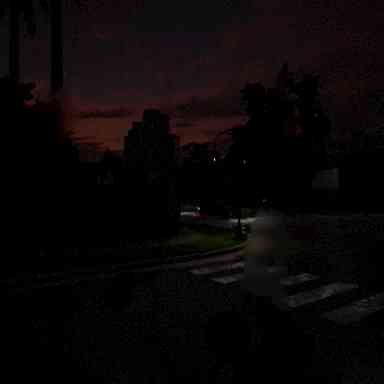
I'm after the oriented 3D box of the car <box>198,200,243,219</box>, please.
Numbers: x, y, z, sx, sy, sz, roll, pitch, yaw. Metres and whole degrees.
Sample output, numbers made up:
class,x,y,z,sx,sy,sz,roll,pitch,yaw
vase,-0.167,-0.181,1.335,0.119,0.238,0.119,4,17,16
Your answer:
class,x,y,z,sx,sy,sz,roll,pitch,yaw
car,2.472,1.545,30.113,1.837,1.490,4.892,0,0,-36
